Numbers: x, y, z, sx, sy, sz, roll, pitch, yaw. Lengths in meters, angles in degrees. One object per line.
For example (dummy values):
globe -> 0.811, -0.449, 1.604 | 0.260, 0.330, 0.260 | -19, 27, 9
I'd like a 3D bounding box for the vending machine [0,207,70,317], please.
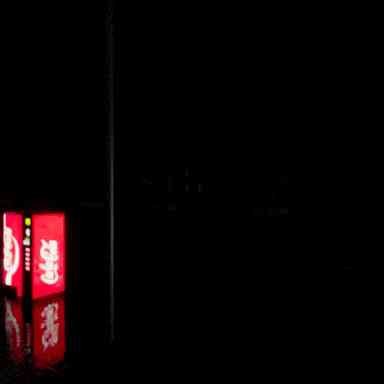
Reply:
vending machine -> -3.416, 1.412, 7.241 | 0.880, 2.100, 1.100 | 0, 0, 35
